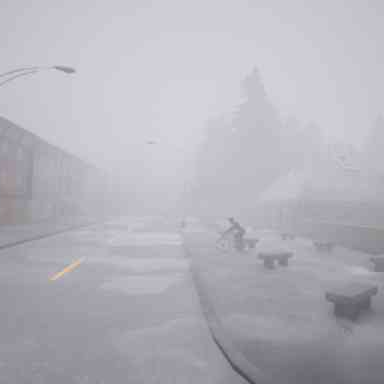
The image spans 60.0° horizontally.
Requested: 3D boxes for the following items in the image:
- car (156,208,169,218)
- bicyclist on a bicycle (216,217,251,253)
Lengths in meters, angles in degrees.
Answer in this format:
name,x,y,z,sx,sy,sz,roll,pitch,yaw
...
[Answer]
name,x,y,z,sx,sy,sz,roll,pitch,yaw
car,-4.855,3.397,54.216,1.812,1.442,4.674,2,-2,-4
bicyclist on a bicycle,1.951,2.016,15.415,1.656,1.620,0.582,2,-2,-4
